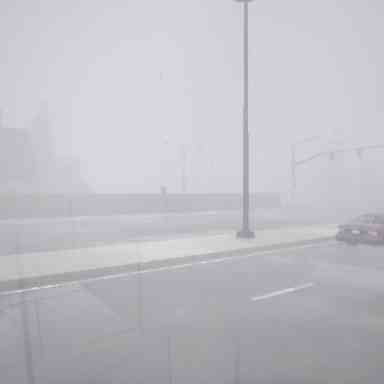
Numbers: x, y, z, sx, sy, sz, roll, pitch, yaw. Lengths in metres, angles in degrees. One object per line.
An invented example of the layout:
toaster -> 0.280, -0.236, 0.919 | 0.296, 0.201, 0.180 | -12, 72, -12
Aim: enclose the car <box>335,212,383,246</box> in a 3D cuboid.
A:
car -> 8.249, 1.561, 14.119 | 5.357, 1.411, 2.033 | 0, 0, -36
